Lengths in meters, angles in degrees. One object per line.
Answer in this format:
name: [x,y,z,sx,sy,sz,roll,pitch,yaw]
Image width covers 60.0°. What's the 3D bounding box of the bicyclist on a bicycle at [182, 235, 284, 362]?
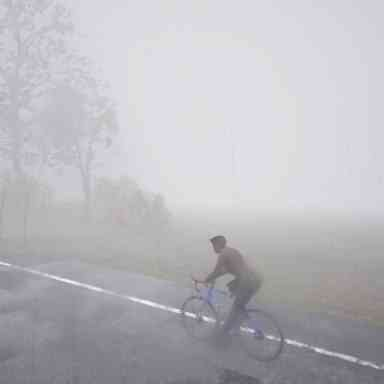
bicyclist on a bicycle: [0.505,1.445,4.702,1.656,1.620,0.582,0,0,36]
